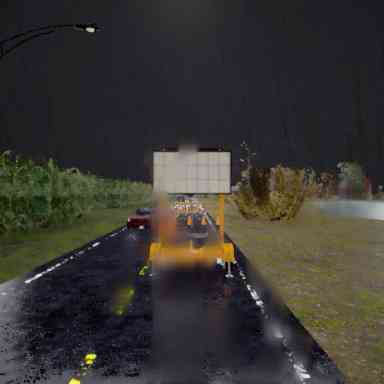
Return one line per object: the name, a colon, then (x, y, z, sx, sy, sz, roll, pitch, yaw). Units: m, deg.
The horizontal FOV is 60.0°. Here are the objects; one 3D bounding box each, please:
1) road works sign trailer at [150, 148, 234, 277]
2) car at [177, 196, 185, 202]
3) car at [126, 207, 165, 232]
road works sign trailer: (-0.004, 0.471, 10.218, 2.380, 3.560, 2.880, 0, 0, 0)
car: (-2.771, 1.728, 82.805, 1.812, 1.442, 4.674, 0, 0, 0)
car: (-2.757, 1.620, 20.412, 1.895, 1.301, 4.718, 0, 0, 0)
